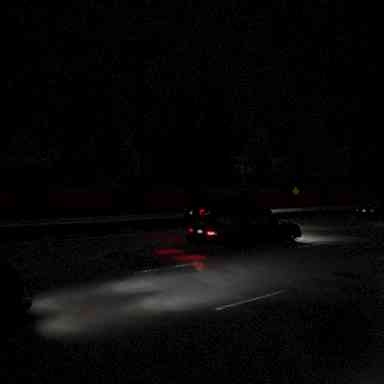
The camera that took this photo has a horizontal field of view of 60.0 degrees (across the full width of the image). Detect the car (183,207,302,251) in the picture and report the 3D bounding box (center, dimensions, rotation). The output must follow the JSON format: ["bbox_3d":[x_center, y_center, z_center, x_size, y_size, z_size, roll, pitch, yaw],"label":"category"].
[{"bbox_3d":[2.311,1.547,14.057,5.357,1.411,2.033,0,0,-36],"label":"car"}]

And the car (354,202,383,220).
[{"bbox_3d":[15.904,1.548,28.262,5.357,1.411,2.033,0,0,-36],"label":"car"}]

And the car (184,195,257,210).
[{"bbox_3d":[2.124,1.212,18.256,5.566,2.045,2.150,2,-1,-36],"label":"car"}]

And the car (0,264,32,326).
[{"bbox_3d":[-4.862,1.601,4.571,4.718,1.301,1.895,0,0,-36],"label":"car"}]
